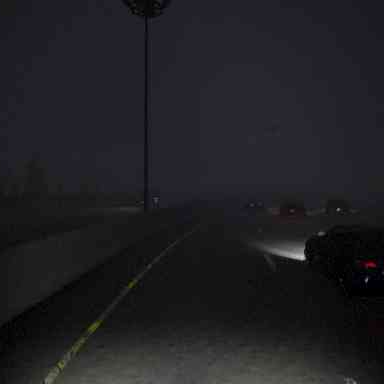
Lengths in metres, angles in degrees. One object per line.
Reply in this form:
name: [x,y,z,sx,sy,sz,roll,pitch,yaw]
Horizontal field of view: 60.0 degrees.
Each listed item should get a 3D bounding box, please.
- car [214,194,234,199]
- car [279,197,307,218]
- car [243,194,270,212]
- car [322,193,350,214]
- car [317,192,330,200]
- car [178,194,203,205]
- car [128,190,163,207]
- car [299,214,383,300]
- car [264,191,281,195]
car: [4.503,0.966,45.403,1.812,1.442,4.674,0,0,28]
car: [7.866,1.146,25.972,1.882,1.535,5.008,0,1,17]
car: [6.341,1.186,32.983,1.994,1.385,4.181,0,0,21]
car: [12.623,1.129,29.053,1.837,1.490,4.892,0,1,20]
car: [25.153,0.740,62.524,2.163,1.488,4.792,0,0,43]
car: [-0.136,0.988,44.043,1.812,1.442,4.674,0,1,26]
car: [-5.522,0.727,40.664,2.150,2.045,5.566,0,0,24]
car: [4.160,1.466,8.089,1.994,1.385,4.181,0,1,5]
car: [18.193,0.508,75.285,1.895,1.301,4.718,0,1,44]
